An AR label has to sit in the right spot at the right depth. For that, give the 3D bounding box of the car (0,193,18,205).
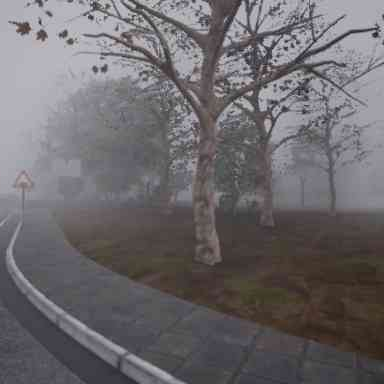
[{"bbox_3d":[-24.647,0.980,44.045,2.033,1.411,5.357,0,1,-25],"label":"car"}]
